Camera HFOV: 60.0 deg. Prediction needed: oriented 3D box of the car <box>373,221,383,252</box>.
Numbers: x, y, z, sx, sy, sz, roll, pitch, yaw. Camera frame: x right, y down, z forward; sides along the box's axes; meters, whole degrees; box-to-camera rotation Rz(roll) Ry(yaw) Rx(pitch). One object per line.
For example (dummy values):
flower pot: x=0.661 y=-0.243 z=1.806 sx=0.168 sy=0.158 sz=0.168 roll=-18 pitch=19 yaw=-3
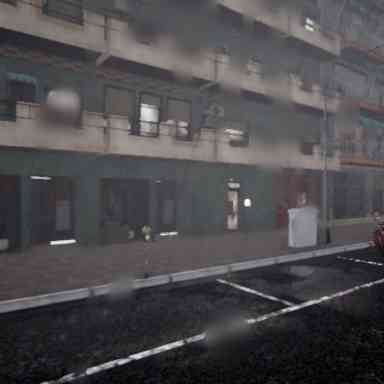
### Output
car: x=9.210 y=1.400 z=13.132 sx=5.009 sy=1.841 sz=2.192 roll=0 pitch=0 yaw=-36
